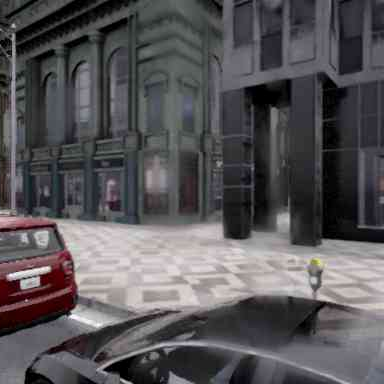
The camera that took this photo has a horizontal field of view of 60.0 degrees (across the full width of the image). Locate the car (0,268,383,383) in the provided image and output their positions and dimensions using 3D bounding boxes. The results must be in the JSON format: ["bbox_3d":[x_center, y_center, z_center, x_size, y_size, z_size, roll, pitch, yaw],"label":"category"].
[{"bbox_3d":[0.458,1.567,2.633,4.313,1.339,1.947,0,0,35],"label":"car"}]

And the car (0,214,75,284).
[{"bbox_3d":[-4.133,1.320,5.904,5.009,1.841,2.192,0,0,35],"label":"car"}]
